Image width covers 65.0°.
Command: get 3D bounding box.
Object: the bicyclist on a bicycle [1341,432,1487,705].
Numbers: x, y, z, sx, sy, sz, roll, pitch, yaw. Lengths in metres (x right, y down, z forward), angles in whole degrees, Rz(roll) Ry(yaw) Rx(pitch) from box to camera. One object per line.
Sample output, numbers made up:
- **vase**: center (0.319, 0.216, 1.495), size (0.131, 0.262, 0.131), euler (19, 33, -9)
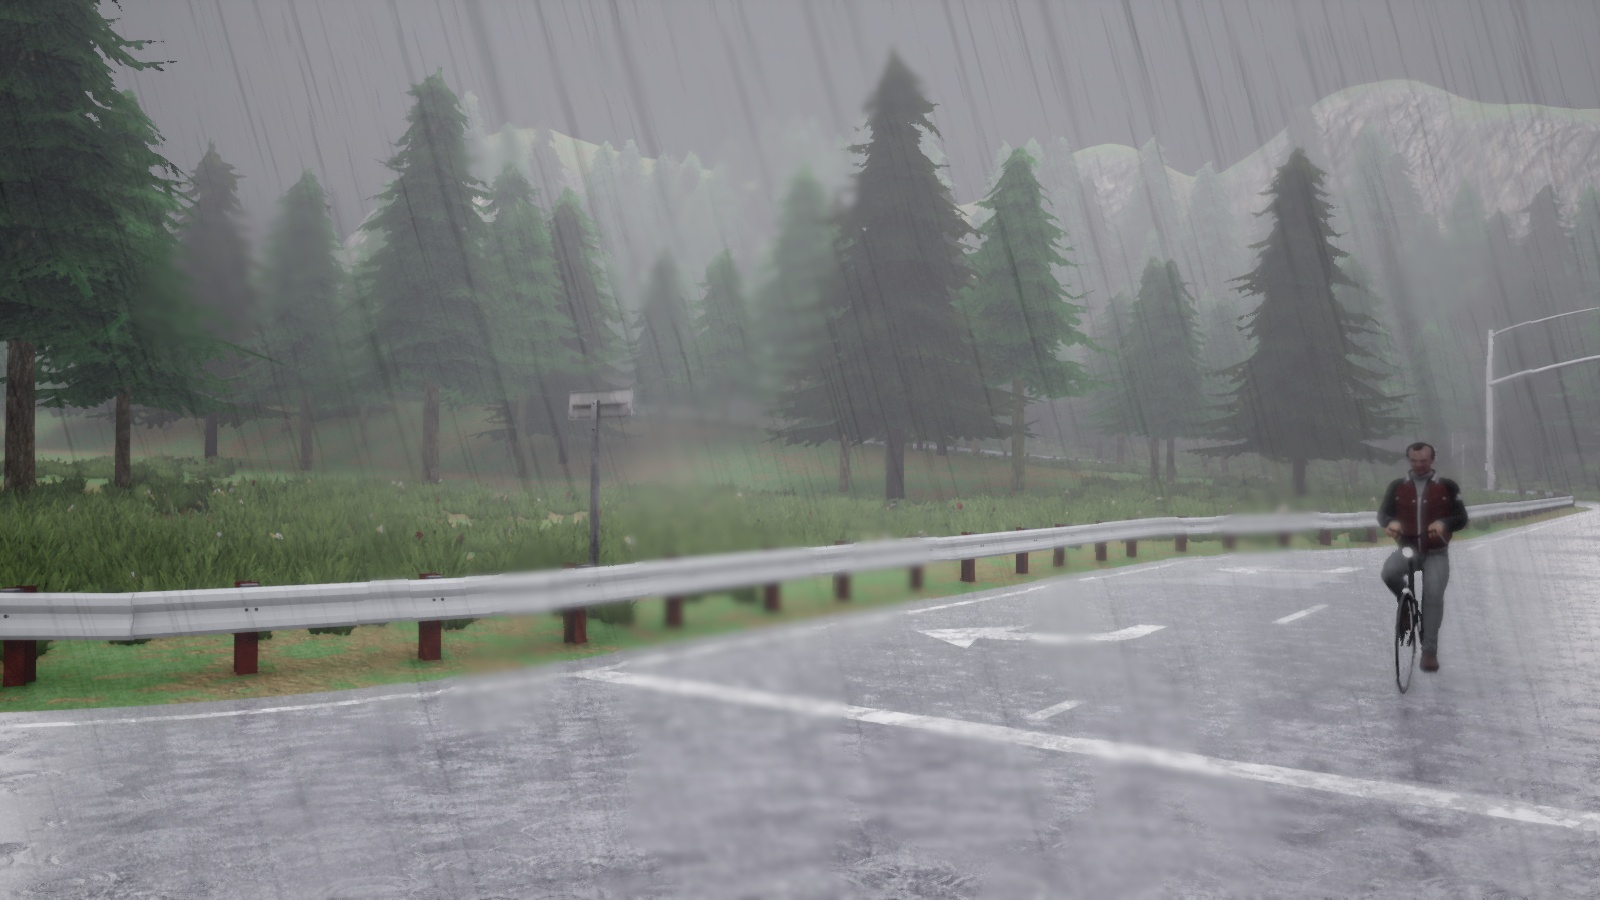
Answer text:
- **bicyclist on a bicycle**: center (4.498, 0.790, 9.131), size (0.659, 1.776, 1.843), euler (-1, -1, 35)
